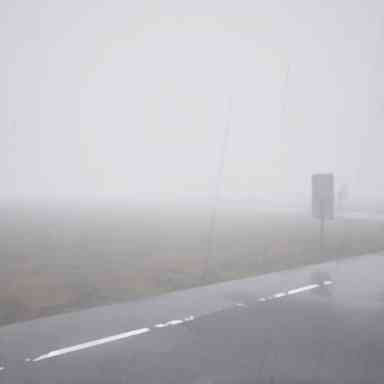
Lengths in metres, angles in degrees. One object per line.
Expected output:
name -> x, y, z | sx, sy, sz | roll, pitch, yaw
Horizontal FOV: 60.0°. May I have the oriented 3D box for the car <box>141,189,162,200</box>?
car -> -7.708, 0.466, 62.703 | 2.150, 2.045, 5.566 | -1, 1, -35
